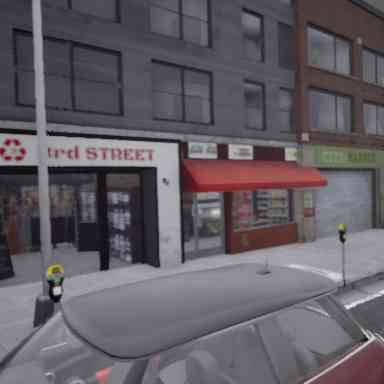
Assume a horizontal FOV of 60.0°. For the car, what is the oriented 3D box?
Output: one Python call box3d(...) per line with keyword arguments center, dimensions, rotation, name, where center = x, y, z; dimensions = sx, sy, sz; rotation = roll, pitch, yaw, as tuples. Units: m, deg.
box3d(center=(-0.395, 1.416, 2.143), dimensions=(4.097, 1.590, 1.967), rotation=(-2, 0, -35), name="car")
